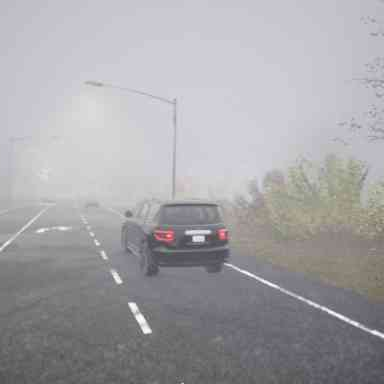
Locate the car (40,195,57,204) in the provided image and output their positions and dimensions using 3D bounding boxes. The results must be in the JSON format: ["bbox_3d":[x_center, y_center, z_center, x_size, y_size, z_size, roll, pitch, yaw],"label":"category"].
[{"bbox_3d":[-22.995,1.124,53.305,1.994,1.385,4.181,1,0,-14],"label":"car"}]

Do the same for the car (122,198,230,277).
[{"bbox_3d":[-0.789,1.208,10.555,2.150,2.045,5.566,1,0,-21],"label":"car"}]

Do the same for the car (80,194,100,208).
[{"bbox_3d":[-13.154,1.301,43.443,2.033,1.411,5.357,1,0,-21],"label":"car"}]

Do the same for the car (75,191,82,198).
[{"bbox_3d":[-29.743,0.966,87.569,1.895,1.301,4.718,1,0,-21],"label":"car"}]
